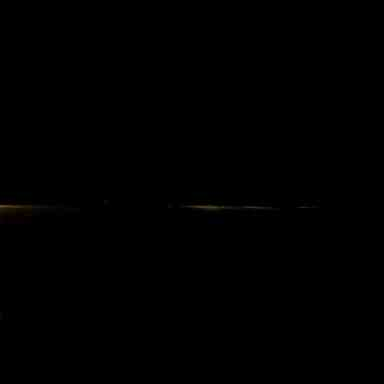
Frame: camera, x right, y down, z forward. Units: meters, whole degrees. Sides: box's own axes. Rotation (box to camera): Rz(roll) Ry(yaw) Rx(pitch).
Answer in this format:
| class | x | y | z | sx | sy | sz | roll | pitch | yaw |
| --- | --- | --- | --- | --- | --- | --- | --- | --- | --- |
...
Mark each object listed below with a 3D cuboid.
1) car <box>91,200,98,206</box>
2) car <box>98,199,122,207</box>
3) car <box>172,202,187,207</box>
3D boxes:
| class | x | y | z | sx | sy | sz | roll | pitch | yaw |
| --- | --- | --- | --- | --- | --- | --- | --- | --- | --- |
| car | -19.812 | 2.329 | 73.041 | 1.882 | 1.535 | 5.008 | 0 | -2 | 35 |
| car | -17.241 | 2.234 | 71.910 | 2.097 | 1.767 | 4.553 | 0 | -2 | 35 |
| car | -3.458 | 3.399 | 91.285 | 1.895 | 1.301 | 4.718 | 0 | -2 | 35 |
